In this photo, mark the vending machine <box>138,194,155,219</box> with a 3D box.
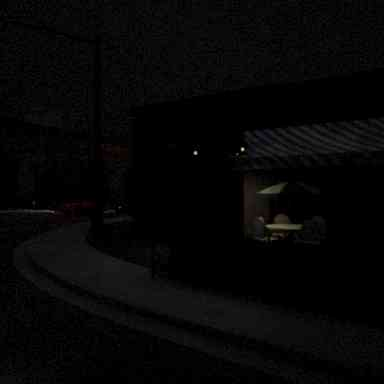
[{"bbox_3d":[-3.945,1.191,28.753,1.100,2.100,0.880,0,0,34],"label":"vending machine"}]

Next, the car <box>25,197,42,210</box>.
[{"bbox_3d":[-18.773,1.343,42.487,2.097,1.767,4.553,0,0,33],"label":"car"}]

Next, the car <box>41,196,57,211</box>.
[{"bbox_3d":[-15.582,1.518,40.980,1.812,1.442,4.674,0,0,33],"label":"car"}]

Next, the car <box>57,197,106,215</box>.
[{"bbox_3d":[-11.091,1.346,34.587,2.097,1.767,4.553,0,0,32],"label":"car"}]

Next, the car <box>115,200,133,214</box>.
[{"bbox_3d":[-6.259,1.559,35.550,1.994,1.385,4.181,0,0,33],"label":"car"}]
